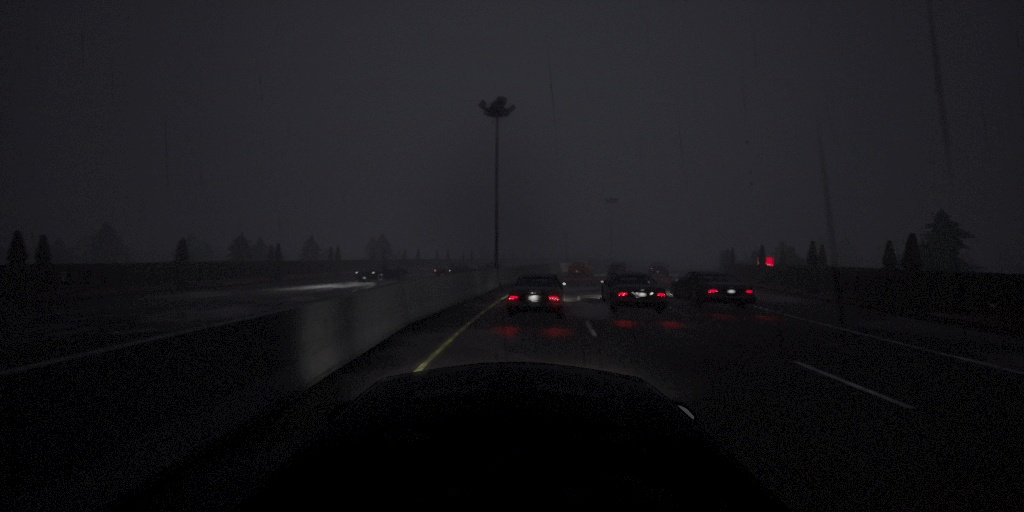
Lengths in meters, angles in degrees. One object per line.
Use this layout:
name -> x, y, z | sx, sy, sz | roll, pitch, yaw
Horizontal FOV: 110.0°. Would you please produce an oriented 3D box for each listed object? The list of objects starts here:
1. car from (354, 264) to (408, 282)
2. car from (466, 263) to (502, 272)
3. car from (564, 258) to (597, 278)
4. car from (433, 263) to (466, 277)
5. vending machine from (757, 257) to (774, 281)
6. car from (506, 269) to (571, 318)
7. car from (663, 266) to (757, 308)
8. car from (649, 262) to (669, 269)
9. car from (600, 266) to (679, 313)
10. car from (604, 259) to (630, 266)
car -> -10.327, 1.305, 28.581 | 1.895, 1.301, 4.718 | 0, 0, 15
car -> -2.025, 1.305, 31.887 | 1.994, 1.385, 4.181 | 0, 0, 18
car -> 6.889, 1.258, 35.474 | 1.882, 1.535, 5.008 | 0, 0, 21
car -> -5.348, 1.327, 33.122 | 1.895, 1.301, 4.718 | 0, 0, 19
vending machine -> 19.613, 1.033, 27.777 | 1.100, 2.100, 0.880 | 0, 0, 20
car -> 0.967, 1.302, 13.115 | 2.033, 1.411, 5.357 | 0, 0, 8
car -> 8.379, 1.335, 15.451 | 2.033, 1.411, 5.357 | 0, 0, 10
car -> 15.229, 1.343, 37.226 | 1.812, 1.442, 4.674 | 0, 0, 24
car -> 4.659, 1.318, 14.277 | 2.033, 1.411, 5.357 | 0, 0, 9
car -> 10.447, 1.301, 34.965 | 1.837, 1.490, 4.892 | 0, 0, 21
